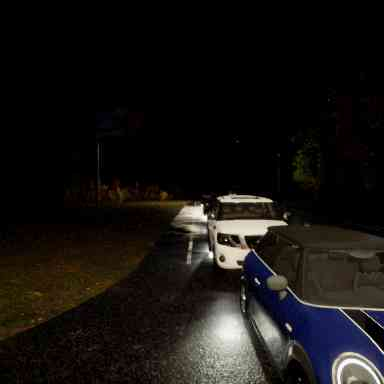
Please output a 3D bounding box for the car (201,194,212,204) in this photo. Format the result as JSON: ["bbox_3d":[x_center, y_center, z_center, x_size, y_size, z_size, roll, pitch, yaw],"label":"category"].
[{"bbox_3d":[2.484,1.183,56.573,1.882,1.535,5.008,0,0,3],"label":"car"}]

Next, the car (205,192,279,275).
[{"bbox_3d":[1.666,1.160,10.542,2.150,2.045,5.566,0,0,1],"label":"car"}]

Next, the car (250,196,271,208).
[{"bbox_3d":[9.166,1.332,44.893,1.994,1.385,4.181,0,0,1],"label":"car"}]

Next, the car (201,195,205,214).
[{"bbox_3d":[1.967,1.339,31.360,1.837,1.490,4.892,0,0,1],"label":"car"}]

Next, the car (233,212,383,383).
[{"bbox_3d":[1.934,1.338,4.198,2.097,1.767,4.553,0,0,-1],"label":"car"}]
